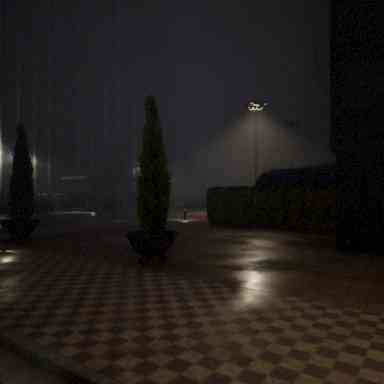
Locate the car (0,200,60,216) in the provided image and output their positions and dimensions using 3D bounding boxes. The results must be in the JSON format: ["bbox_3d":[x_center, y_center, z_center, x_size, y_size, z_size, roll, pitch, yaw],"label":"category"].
[{"bbox_3d":[-15.825,1.505,32.329,1.837,1.490,4.892,0,0,35],"label":"car"}]

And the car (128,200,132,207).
[{"bbox_3d":[-8.046,1.492,49.614,2.128,1.511,4.902,0,0,35],"label":"car"}]

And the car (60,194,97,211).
[{"bbox_3d":[-14.038,1.221,41.032,2.150,2.045,5.566,0,0,35],"label":"car"}]

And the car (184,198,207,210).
[{"bbox_3d":[1.115,1.547,44.073,2.033,1.411,5.357,0,0,35],"label":"car"}]

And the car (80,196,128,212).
[{"bbox_3d":[-10.494,1.505,39.990,1.837,1.490,4.892,0,0,35],"label":"car"}]
